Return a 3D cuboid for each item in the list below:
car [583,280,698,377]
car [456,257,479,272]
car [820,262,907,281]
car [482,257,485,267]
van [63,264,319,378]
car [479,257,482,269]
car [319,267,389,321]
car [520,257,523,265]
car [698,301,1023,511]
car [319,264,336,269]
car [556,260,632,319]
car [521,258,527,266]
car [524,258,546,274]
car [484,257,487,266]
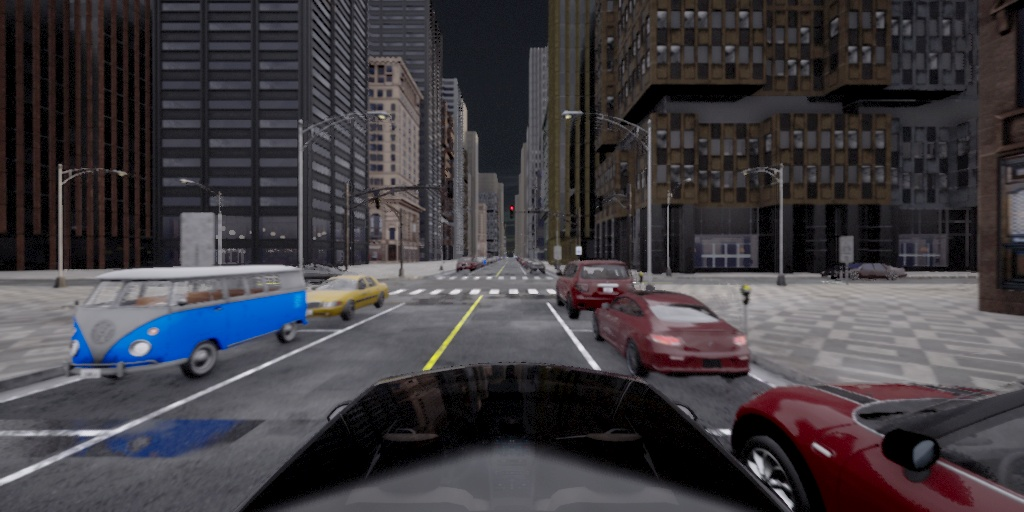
[{"bbox_3d":[2.760,1.326,7.017,1.802,1.307,4.207,0,0,0],"label":"car"},{"bbox_3d":[-5.778,1.023,45.296,2.192,1.841,5.009,0,0,0],"label":"car"},{"bbox_3d":[27.346,1.201,27.918,5.357,1.411,2.033,0,0,0],"label":"car"},{"bbox_3d":[-5.783,1.265,56.578,1.948,1.339,4.313,0,0,0],"label":"car"},{"bbox_3d":[-5.765,1.085,7.004,1.690,1.789,3.998,0,0,0],"label":"van"},{"bbox_3d":[-5.781,1.144,50.937,1.967,1.591,4.097,0,0,0],"label":"car"},{"bbox_3d":[-5.767,1.264,12.511,1.751,1.417,4.829,0,0,0],"label":"car"},{"bbox_3d":[2.743,1.244,56.590,1.888,1.381,4.507,0,0,0],"label":"car"},{"bbox_3d":[2.762,1.190,1.339,1.967,1.591,4.097,0,0,0],"label":"car"},{"bbox_3d":[-12.914,1.316,24.636,4.892,1.490,1.837,0,0,0],"label":"car"},{"bbox_3d":[2.758,1.053,12.694,2.192,1.841,5.009,0,0,0],"label":"car"},{"bbox_3d":[2.745,1.254,50.949,2.007,1.370,4.403,0,0,0],"label":"car"},{"bbox_3d":[2.748,1.263,39.668,2.007,1.370,4.403,0,0,0],"label":"car"},{"bbox_3d":[-5.785,1.278,62.218,1.802,1.307,4.207,0,0,0],"label":"car"}]
